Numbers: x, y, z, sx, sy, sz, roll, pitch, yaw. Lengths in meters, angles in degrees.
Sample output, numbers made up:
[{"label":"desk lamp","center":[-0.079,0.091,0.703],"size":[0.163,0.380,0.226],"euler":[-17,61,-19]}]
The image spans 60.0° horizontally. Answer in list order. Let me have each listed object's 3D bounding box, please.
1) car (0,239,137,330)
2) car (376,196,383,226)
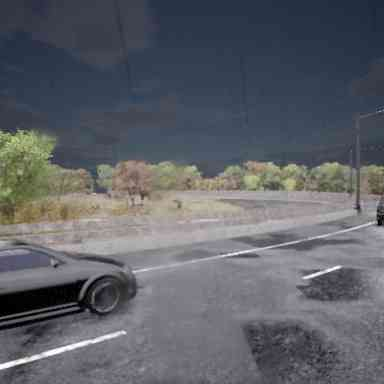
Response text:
[{"label":"car","center":[-3.147,1.576,6.064],"size":[4.181,1.385,1.994],"euler":[0,0,-37]},{"label":"car","center":[14.241,1.221,22.785],"size":[2.150,2.045,5.566],"euler":[0,0,39]}]
